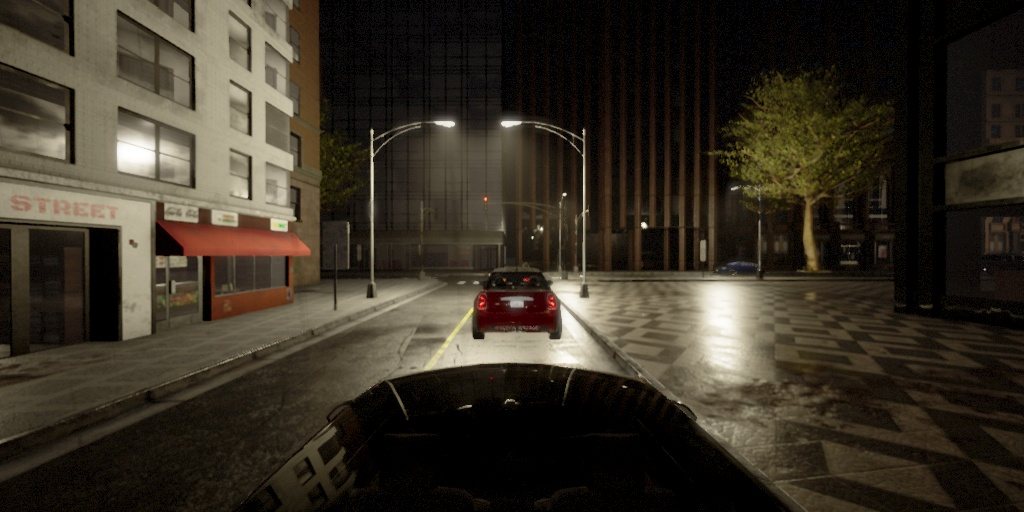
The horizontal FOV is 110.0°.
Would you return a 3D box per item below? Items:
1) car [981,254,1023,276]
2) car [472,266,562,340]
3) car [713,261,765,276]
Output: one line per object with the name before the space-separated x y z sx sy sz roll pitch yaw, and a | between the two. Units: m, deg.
car | 45.776 0.811 33.713 5.566 2.045 2.150 0 0 1
car | 0.121 1.092 10.112 2.097 1.767 4.553 0 0 0
car | 21.428 1.191 33.932 4.181 1.385 1.994 0 0 0
